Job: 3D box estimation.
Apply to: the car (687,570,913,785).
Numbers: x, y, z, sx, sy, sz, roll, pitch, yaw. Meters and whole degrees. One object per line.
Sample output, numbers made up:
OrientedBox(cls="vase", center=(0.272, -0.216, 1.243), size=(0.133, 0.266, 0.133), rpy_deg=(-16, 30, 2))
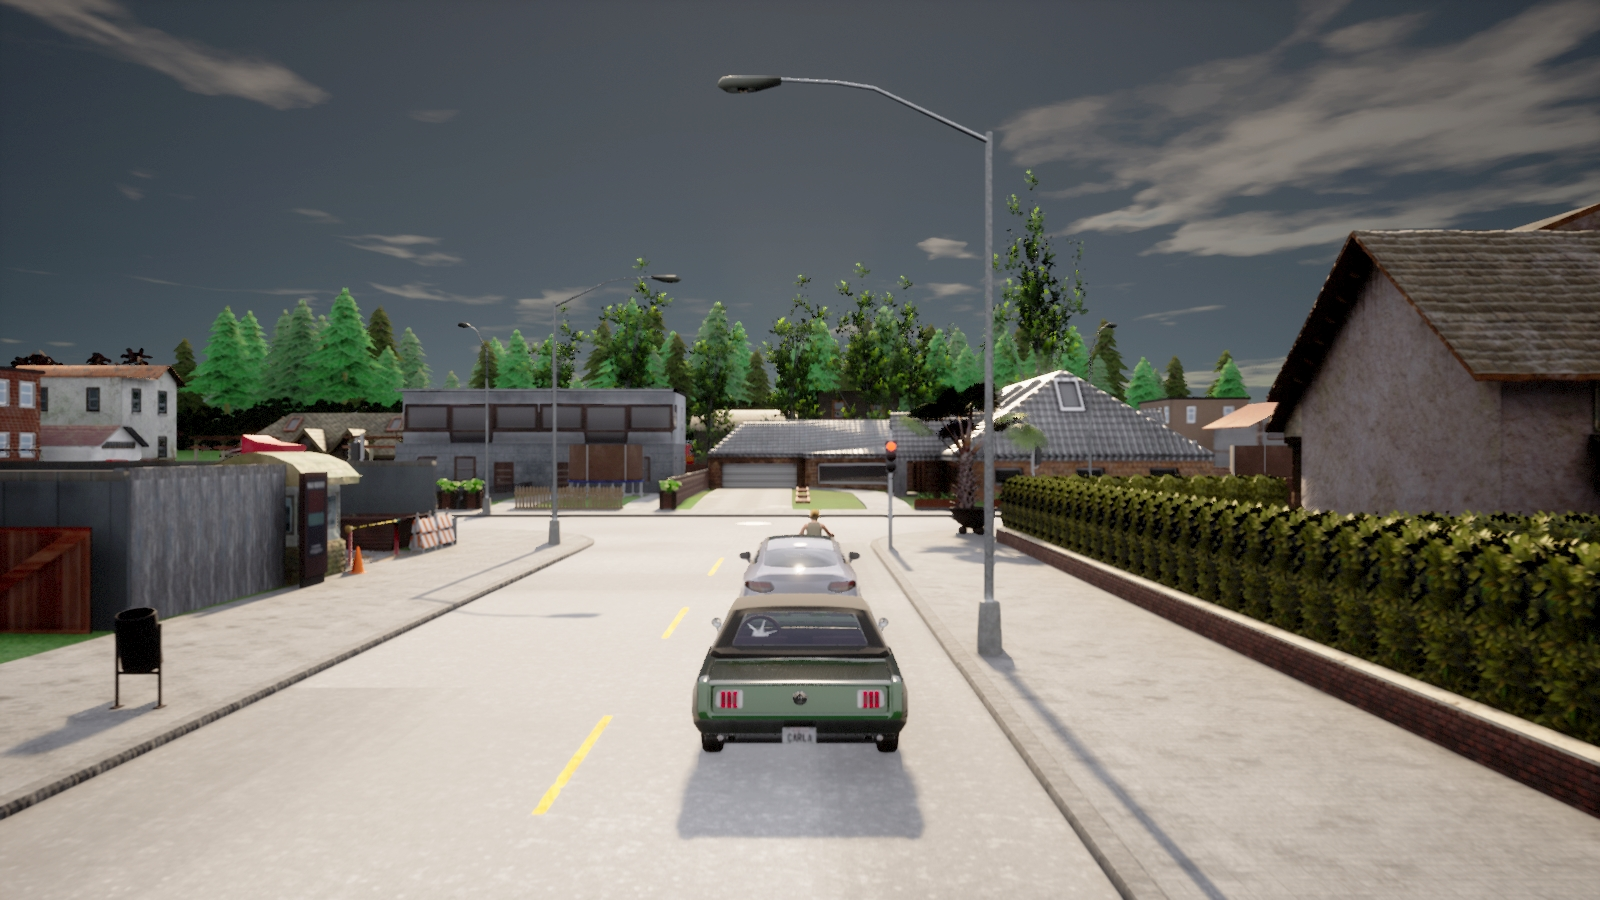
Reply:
OrientedBox(cls="car", center=(0.001, 2.150, 11.914), size=(1.895, 1.301, 4.718), rpy_deg=(0, 0, 0))

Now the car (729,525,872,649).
OrientedBox(cls="car", center=(-0.001, 2.074, 18.360), size=(2.002, 1.442, 4.674), rpy_deg=(0, 0, 0))
